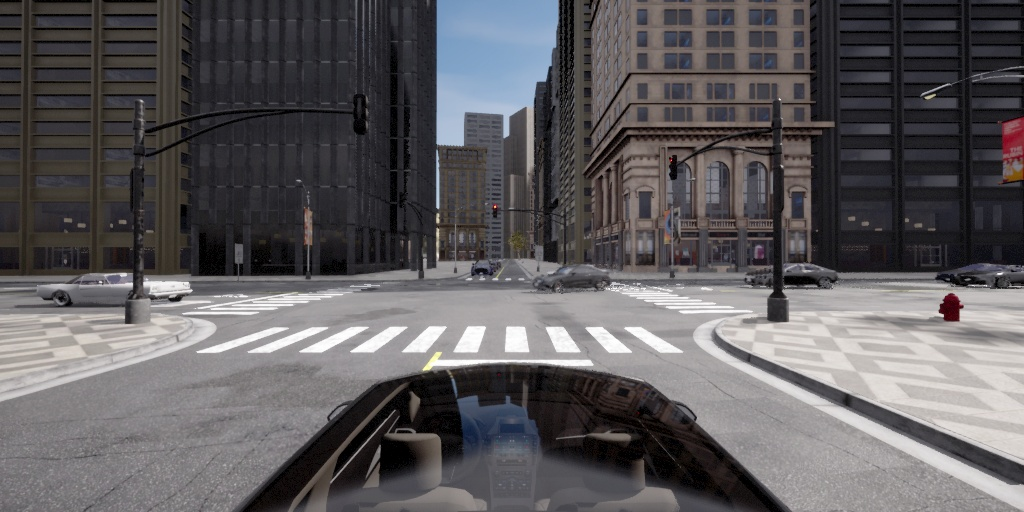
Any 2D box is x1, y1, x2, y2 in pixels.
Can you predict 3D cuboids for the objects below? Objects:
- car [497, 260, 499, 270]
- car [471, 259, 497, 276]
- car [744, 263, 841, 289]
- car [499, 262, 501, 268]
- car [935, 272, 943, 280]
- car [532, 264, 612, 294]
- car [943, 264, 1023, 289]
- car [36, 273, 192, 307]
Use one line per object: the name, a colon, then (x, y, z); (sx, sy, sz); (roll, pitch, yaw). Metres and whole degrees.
car: (-3.056, 1.378, 46.386); (1.994, 1.385, 4.181); (0, 0, 0)
car: (-3.046, 1.146, 37.614); (2.097, 1.767, 4.553); (0, 0, 0)
car: (16.797, 1.200, 21.713); (4.902, 1.511, 2.128); (0, 0, 0)
car: (-3.052, 1.401, 55.417); (1.994, 1.385, 4.181); (0, 0, 0)
car: (33.026, 1.241, 24.971); (5.357, 1.411, 2.033); (0, 0, 0)
car: (3.347, 1.257, 19.917); (4.674, 1.442, 1.812); (0, -1, -27)
car: (29.581, 1.240, 21.719); (4.181, 1.385, 1.994); (0, 0, 0)
car: (-16.375, 1.366, 14.983); (4.718, 1.301, 1.895); (0, 0, 0)
